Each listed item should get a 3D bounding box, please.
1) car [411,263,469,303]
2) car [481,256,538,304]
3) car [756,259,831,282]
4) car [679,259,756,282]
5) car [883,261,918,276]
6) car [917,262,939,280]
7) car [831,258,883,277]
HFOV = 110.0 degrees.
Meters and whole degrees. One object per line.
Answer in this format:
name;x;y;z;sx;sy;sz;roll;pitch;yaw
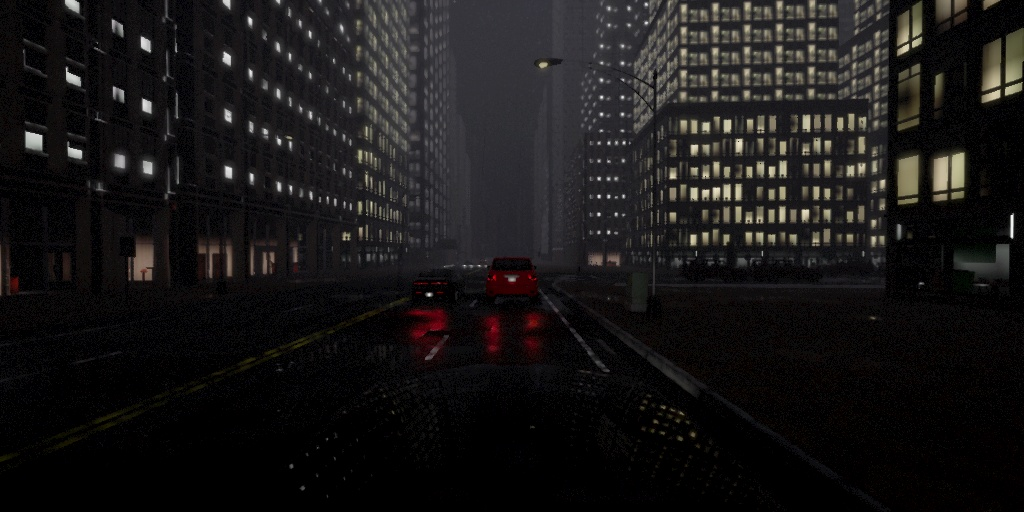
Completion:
car;-3.250;1.265;16.501;1.837;1.490;4.892;0;0;0
car;0.000;1.007;16.531;2.150;2.045;5.566;0;0;0
car;21.545;1.171;28.442;5.009;1.841;2.192;0;0;3
car;15.990;1.161;28.639;5.009;1.841;2.192;0;0;3
car;38.612;1.234;35.445;4.097;1.591;1.967;0;0;3
car;37.755;1.392;30.160;4.674;1.442;1.812;0;1;3
car;33.061;1.097;35.738;5.009;1.841;2.192;0;0;3
